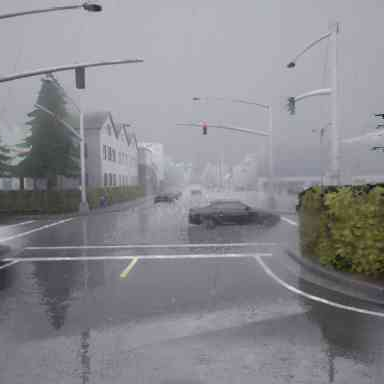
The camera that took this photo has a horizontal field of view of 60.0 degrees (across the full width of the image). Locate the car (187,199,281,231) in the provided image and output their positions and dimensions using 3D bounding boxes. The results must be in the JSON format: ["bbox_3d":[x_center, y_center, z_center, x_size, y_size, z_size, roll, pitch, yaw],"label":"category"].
[{"bbox_3d":[2.098,1.091,16.928,4.674,1.442,1.812,-1,3,1],"label":"car"}]

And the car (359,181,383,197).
[{"bbox_3d":[22.908,-0.365,41.347,1.932,1.855,4.605,-1,2,0],"label":"car"}]

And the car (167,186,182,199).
[{"bbox_3d":[-2.951,0.090,46.891,2.097,1.767,4.553,-1,2,1],"label":"car"}]

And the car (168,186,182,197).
[{"bbox_3d":[-2.829,-0.182,57.013,2.097,1.767,4.553,-1,2,1],"label":"car"}]

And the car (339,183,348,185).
[{"bbox_3d":[26.229,-0.842,58.691,2.152,1.636,5.027,-1,2,0],"label":"car"}]

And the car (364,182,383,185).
[{"bbox_3d":[19.540,-0.105,33.518,1.905,1.878,3.866,-1,2,0],"label":"car"}]

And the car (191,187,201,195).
[{"bbox_3d":[0.780,-0.183,60.713,1.812,1.442,4.674,-1,2,1],"label":"car"}]

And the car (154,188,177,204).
[{"bbox_3d":[-3.112,0.606,37.079,1.895,1.301,4.718,-1,2,1],"label":"car"}]

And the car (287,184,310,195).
[{"bbox_3d":[16.078,-0.291,51.436,2.007,1.523,4.514,-1,2,0],"label":"car"}]
